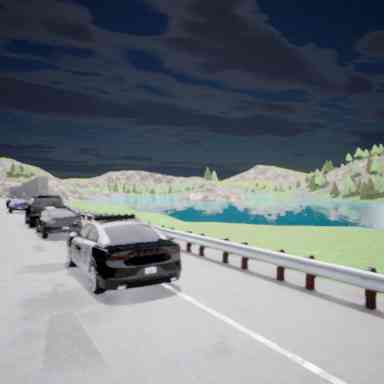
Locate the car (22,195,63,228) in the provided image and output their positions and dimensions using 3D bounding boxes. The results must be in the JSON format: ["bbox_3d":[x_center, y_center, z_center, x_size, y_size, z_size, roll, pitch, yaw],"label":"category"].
[{"bbox_3d":[-10.123,1.240,22.836,2.150,2.045,5.566,-1,0,-30],"label":"car"}]

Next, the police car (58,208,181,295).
[{"bbox_3d":[-2.143,1.408,9.060,1.930,1.638,5.238,-1,0,-30],"label":"police car"}]

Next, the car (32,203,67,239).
[{"bbox_3d":[-7.097,1.529,17.619,1.812,1.442,4.674,-1,0,-30],"label":"car"}]

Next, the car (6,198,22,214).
[{"bbox_3d":[-19.429,1.588,37.305,1.812,1.442,4.674,-1,0,-31],"label":"car"}]
